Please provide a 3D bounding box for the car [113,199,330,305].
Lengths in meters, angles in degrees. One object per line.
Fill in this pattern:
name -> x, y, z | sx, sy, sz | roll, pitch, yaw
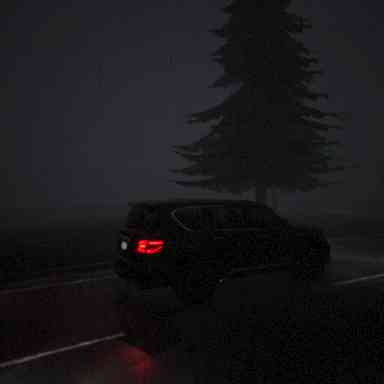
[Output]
car -> 0.906, 1.189, 8.189 | 5.566, 2.045, 2.150 | 0, 0, -31

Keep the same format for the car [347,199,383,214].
car -> 17.736, 1.394, 31.769 | 2.033, 1.411, 5.357 | 0, 0, -29

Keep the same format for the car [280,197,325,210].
car -> 13.295, 1.329, 40.116 | 4.892, 1.490, 1.837 | -1, 0, 30
